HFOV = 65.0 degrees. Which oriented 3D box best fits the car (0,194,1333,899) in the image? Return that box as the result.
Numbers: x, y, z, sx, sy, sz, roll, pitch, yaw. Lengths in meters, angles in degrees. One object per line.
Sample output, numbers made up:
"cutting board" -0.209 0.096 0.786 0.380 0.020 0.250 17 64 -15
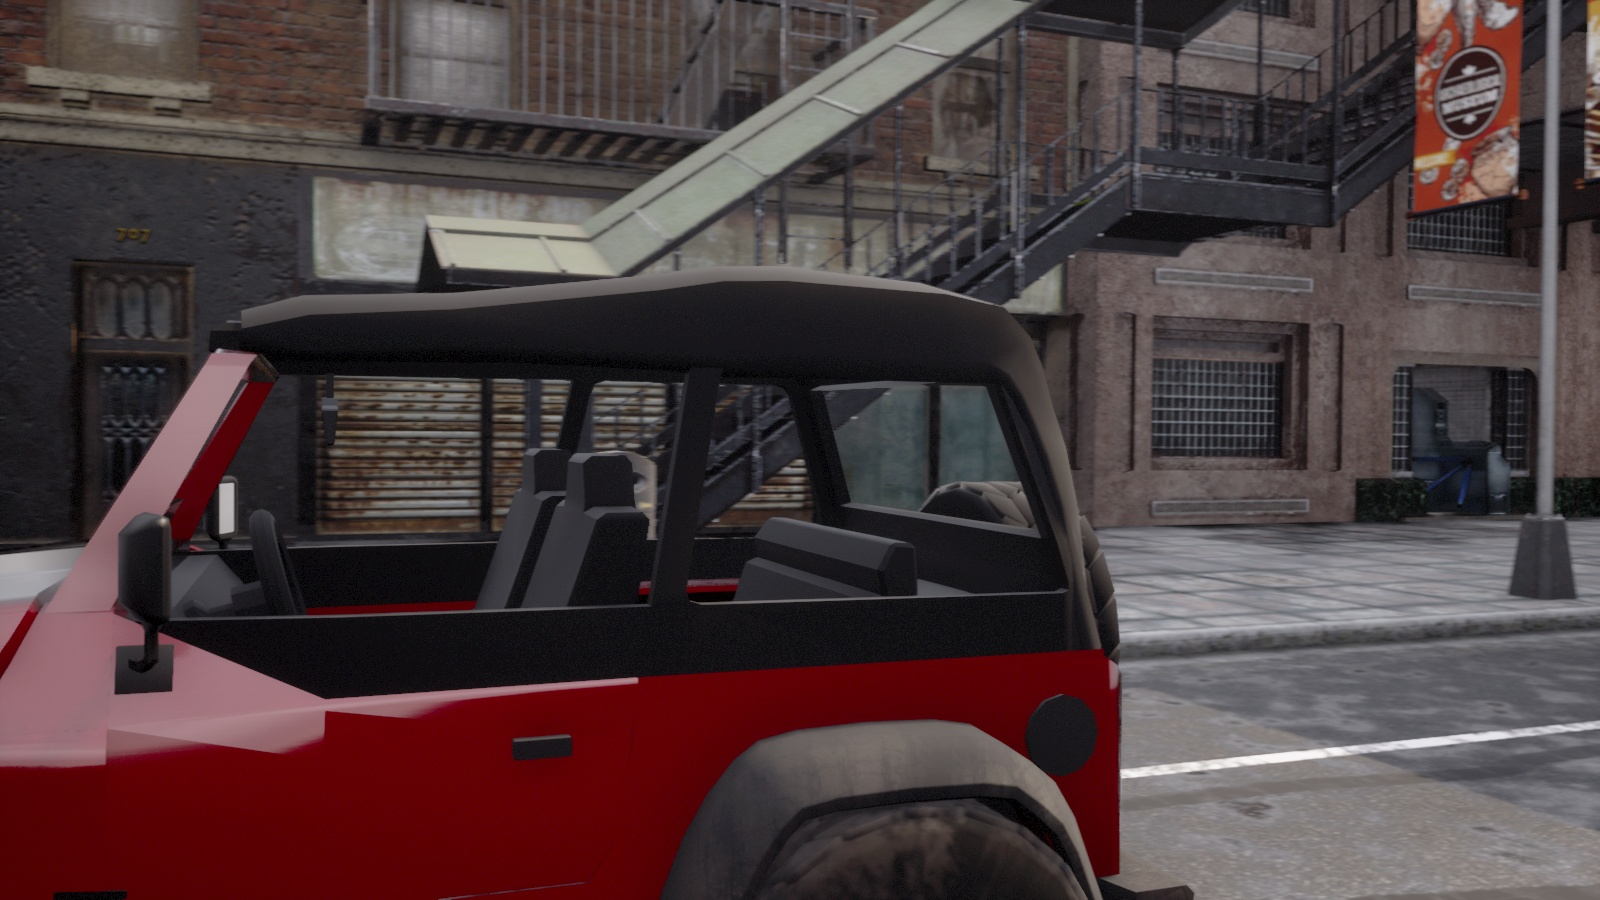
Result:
"car" -1.025 0.559 2.847 3.866 1.878 1.905 -1 1 -21
